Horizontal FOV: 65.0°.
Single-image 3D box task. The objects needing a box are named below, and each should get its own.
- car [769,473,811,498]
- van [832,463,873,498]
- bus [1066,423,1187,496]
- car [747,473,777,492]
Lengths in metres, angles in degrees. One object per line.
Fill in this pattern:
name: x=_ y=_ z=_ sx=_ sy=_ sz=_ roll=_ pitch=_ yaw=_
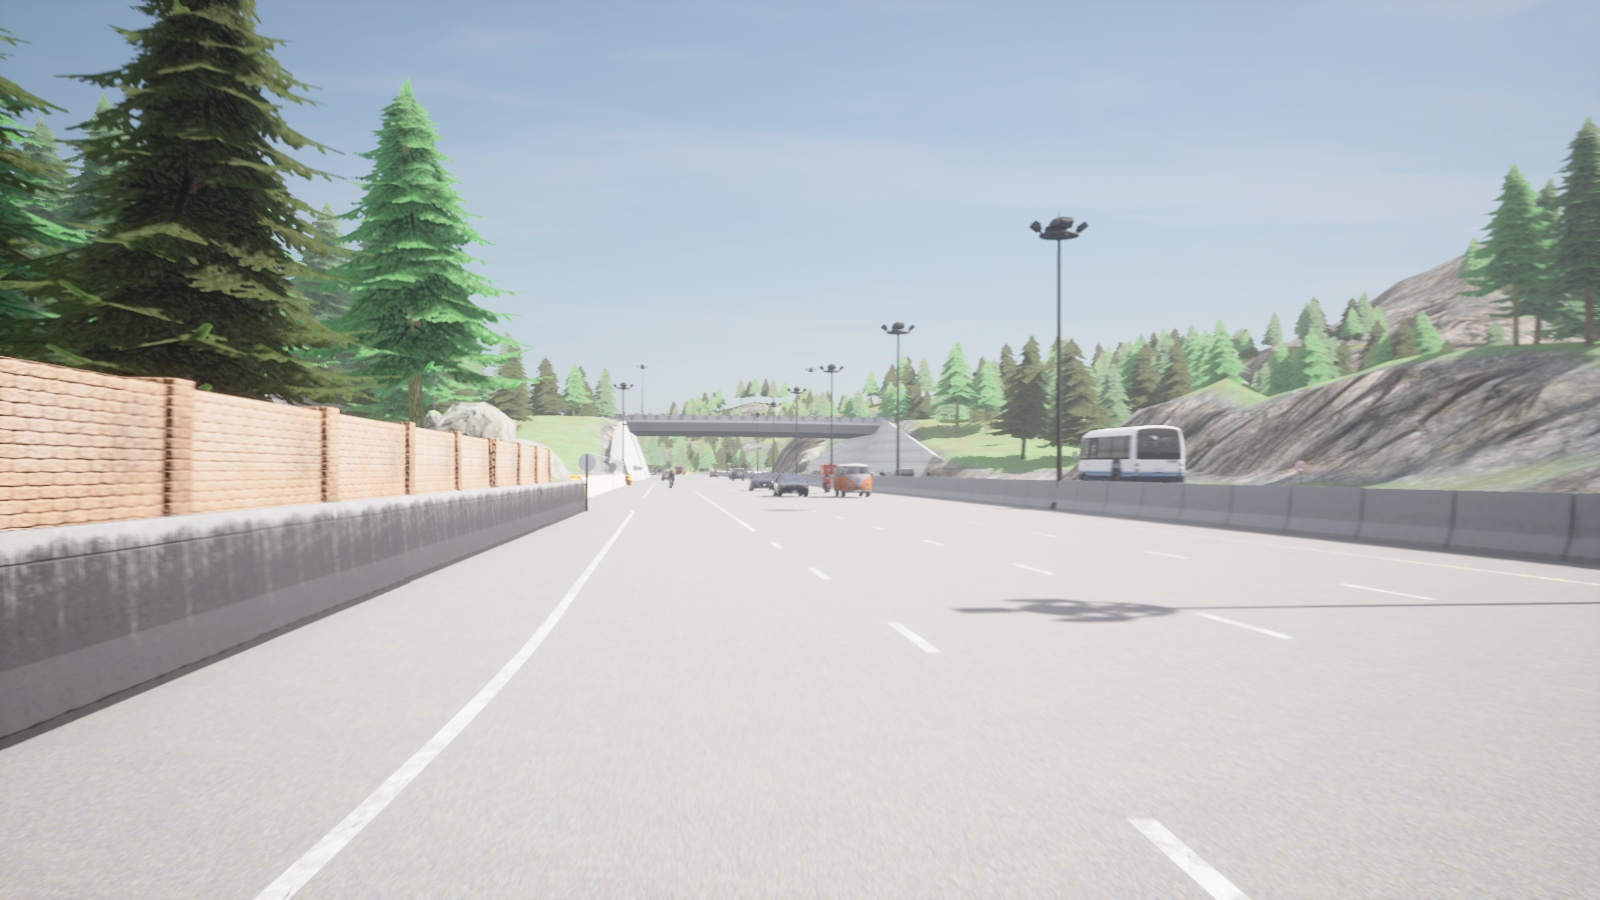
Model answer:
car: x=-0.634 y=2.132 z=76.119 sx=2.033 sy=1.411 sz=5.357 roll=0 pitch=-1 yaw=-6
van: x=3.060 y=1.785 z=74.513 sx=1.775 sy=1.987 sz=4.442 roll=0 pitch=-1 yaw=-6
bus: x=20.206 y=0.610 z=78.653 sx=3.944 sy=4.253 sz=10.273 roll=0 pitch=-1 yaw=-6
car: x=-2.964 y=2.520 z=97.512 sx=1.994 sy=1.385 sz=4.181 roll=0 pitch=-1 yaw=-6
